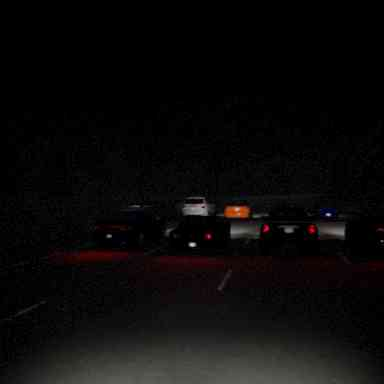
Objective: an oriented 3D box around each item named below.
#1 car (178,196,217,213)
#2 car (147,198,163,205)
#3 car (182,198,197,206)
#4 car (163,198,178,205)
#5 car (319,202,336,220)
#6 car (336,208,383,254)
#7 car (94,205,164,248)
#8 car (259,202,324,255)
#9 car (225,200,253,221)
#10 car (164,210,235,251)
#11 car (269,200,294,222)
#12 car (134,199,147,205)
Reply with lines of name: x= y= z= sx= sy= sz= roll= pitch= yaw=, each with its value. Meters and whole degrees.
car: x=0.766 y=1.418 z=30.013 sx=2.150 sy=2.045 sz=5.566 roll=-1 pitch=0 yaw=14
car: x=-7.247 y=2.078 z=70.120 sx=1.882 sy=1.535 sz=5.008 roll=-1 pitch=0 yaw=14
car: x=-0.453 y=2.013 z=68.446 sx=1.812 sy=1.442 sz=4.674 roll=-1 pitch=0 yaw=14
car: x=-3.852 y=2.022 z=69.272 sx=1.882 sy=1.535 sz=5.008 roll=-1 pitch=0 yaw=14
car: x=11.047 y=1.561 z=27.812 sx=1.812 sy=1.442 sz=4.674 roll=-1 pitch=0 yaw=14
car: x=7.387 y=1.478 z=13.169 sx=2.128 sy=1.511 sz=4.902 roll=-1 pitch=0 yaw=14
car: x=-2.751 y=1.631 z=15.898 sx=1.882 sy=1.535 sz=5.008 roll=-1 pitch=0 yaw=14
car: x=3.938 y=1.391 z=13.815 sx=2.097 sy=1.767 sz=4.553 roll=-1 pitch=-1 yaw=14
car: x=4.179 y=1.496 z=29.219 sx=2.097 sy=1.767 sz=4.553 roll=-1 pitch=-1 yaw=14
car: x=0.552 y=1.697 z=14.686 sx=1.895 sy=1.301 sz=4.718 roll=-1 pitch=0 yaw=14
car: x=7.671 y=1.569 z=28.741 sx=1.882 sy=1.535 sz=5.008 roll=-1 pitch=0 yaw=14
car: x=-10.641 y=2.195 z=70.968 sx=2.033 sy=1.411 sz=5.357 roll=-1 pitch=0 yaw=14
